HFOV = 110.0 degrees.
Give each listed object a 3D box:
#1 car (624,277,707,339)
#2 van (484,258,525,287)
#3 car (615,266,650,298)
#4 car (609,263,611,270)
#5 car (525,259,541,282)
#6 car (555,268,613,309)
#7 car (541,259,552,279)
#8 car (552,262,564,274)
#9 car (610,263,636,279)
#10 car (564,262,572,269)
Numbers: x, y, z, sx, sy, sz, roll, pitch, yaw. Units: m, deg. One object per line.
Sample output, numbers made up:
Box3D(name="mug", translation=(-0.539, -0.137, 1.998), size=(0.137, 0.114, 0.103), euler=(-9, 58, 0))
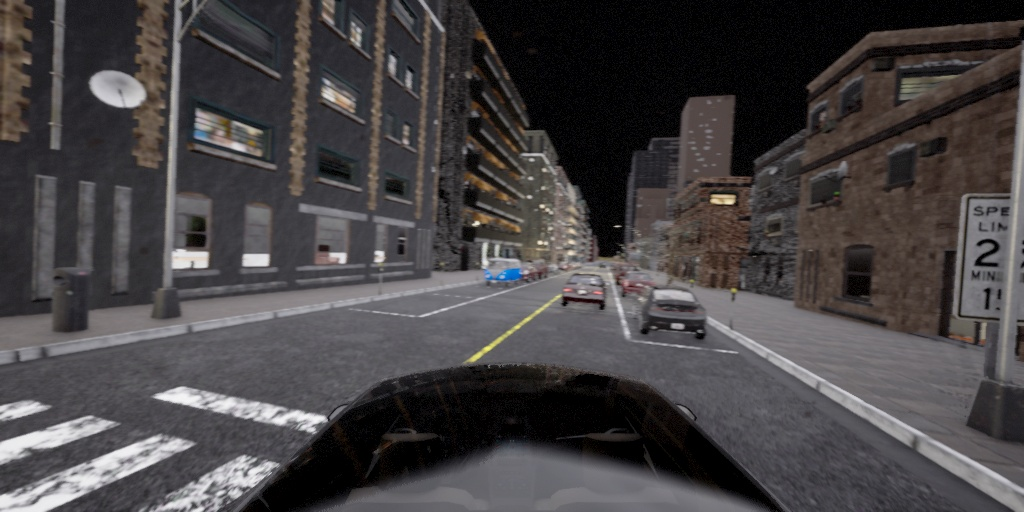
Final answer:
Box3D(name="car", translation=(4.753, 1.587, 11.243), size=(2.007, 1.370, 4.403), euler=(0, 0, 15))
Box3D(name="van", translation=(-0.593, 1.055, 23.840), size=(1.690, 1.789, 3.998), euler=(0, 0, 15))
Box3D(name="car", translation=(7.496, 1.641, 21.702), size=(1.967, 1.591, 4.097), euler=(0, 0, 15))
Box3D(name="car", translation=(12.984, 1.846, 42.621), size=(2.192, 1.841, 5.009), euler=(0, 0, 15))
Box3D(name="car", translation=(0.779, 1.236, 29.070), size=(1.967, 1.591, 4.097), euler=(0, 0, 15))
Box3D(name="car", translation=(3.411, 1.502, 16.556), size=(2.033, 1.411, 5.357), euler=(3, 0, 15))
Box3D(name="car", translation=(2.151, 1.193, 34.299), size=(2.192, 1.841, 5.009), euler=(0, 0, 15))
Box3D(name="car", translation=(4.894, 1.594, 44.759), size=(2.007, 1.370, 4.403), euler=(0, 0, 15))
Box3D(name="car", translation=(10.240, 1.681, 32.162), size=(2.192, 1.841, 5.009), euler=(0, 0, 15))
Box3D(name="car", translation=(7.639, 1.647, 55.217), size=(1.967, 1.591, 4.097), euler=(0, 0, 15))
